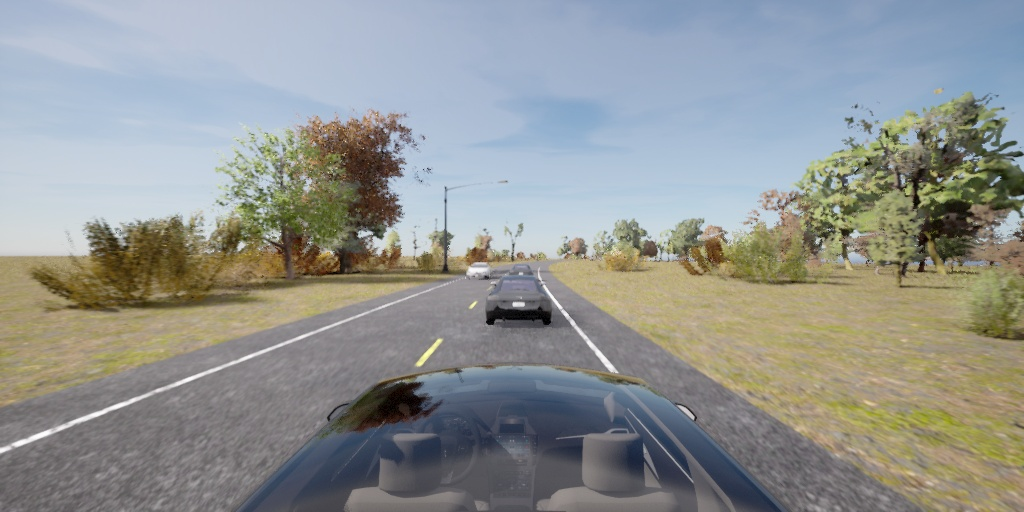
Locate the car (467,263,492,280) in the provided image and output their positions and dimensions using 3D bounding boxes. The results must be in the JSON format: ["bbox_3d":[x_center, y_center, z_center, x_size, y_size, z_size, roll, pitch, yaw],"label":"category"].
[{"bbox_3d":[-2.808,1.318,31.860,1.812,1.442,4.674,0,0,3],"label":"car"}]

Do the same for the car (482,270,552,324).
[{"bbox_3d":[0.223,1.330,12.096,1.994,1.385,4.181,0,0,1],"label":"car"}]

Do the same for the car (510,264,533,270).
[{"bbox_3d":[0.809,1.354,30.223,1.994,1.385,4.181,0,0,3],"label":"car"}]
